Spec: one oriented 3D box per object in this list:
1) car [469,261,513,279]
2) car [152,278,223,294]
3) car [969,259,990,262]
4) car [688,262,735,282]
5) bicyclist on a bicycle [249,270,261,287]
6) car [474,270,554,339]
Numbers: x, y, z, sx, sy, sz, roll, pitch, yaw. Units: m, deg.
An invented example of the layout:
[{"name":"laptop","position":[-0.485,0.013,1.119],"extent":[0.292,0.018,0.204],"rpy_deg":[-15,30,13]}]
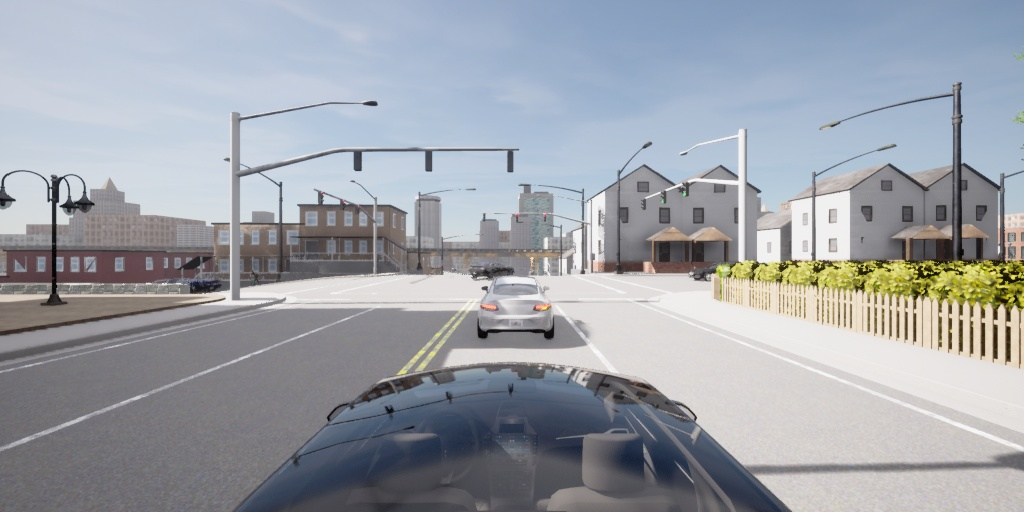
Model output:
[{"name":"car","position":[-1.660,1.193,30.912],"extent":[2.128,1.511,4.902],"rpy_deg":[1,0,34]},{"name":"car","position":[-22.883,2.149,24.659],"extent":[4.718,1.301,1.895],"rpy_deg":[-7,0,-1]},{"name":"car","position":[36.927,1.102,29.026],"extent":[4.553,1.767,2.097],"rpy_deg":[0,0,-1]},{"name":"car","position":[16.794,1.255,28.810],"extent":[4.892,1.490,1.837],"rpy_deg":[0,0,-1]},{"name":"bicyclist on a bicycle","position":[-25.569,2.214,35.577],"extent":[0.582,1.620,1.656],"rpy_deg":[-8,0,0]},{"name":"car","position":[0.101,1.276,10.000],"extent":[1.812,1.442,4.674],"rpy_deg":[0,0,0]}]
